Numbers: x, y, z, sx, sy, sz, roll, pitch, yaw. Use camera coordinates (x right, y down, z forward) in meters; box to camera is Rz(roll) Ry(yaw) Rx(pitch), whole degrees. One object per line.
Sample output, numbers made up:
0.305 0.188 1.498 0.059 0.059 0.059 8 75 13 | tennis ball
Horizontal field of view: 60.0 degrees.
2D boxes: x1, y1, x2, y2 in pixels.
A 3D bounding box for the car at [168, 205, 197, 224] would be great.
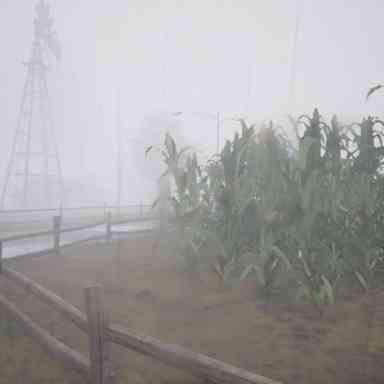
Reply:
0.070 1.676 25.224 1.994 1.385 4.181 1 0 35 | car
